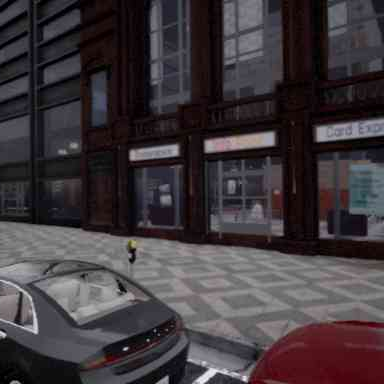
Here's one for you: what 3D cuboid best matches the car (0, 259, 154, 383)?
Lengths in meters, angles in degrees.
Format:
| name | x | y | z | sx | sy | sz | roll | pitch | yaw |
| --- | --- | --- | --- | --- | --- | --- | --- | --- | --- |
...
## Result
| name | x | y | z | sx | sy | sz | roll | pitch | yaw |
| --- | --- | --- | --- | --- | --- | --- | --- | --- | --- |
| car | -2.081 | 1.579 | 4.342 | 4.403 | 1.369 | 2.008 | 0 | -1 | 36 |

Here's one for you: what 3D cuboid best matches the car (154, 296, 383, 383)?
| name | x | y | z | sx | sy | sz | roll | pitch | yaw |
| --- | --- | --- | --- | --- | --- | --- | --- | --- | --- |
| car | 2.497 | 1.305 | 1.077 | 5.009 | 1.841 | 2.192 | 0 | -1 | 36 |
